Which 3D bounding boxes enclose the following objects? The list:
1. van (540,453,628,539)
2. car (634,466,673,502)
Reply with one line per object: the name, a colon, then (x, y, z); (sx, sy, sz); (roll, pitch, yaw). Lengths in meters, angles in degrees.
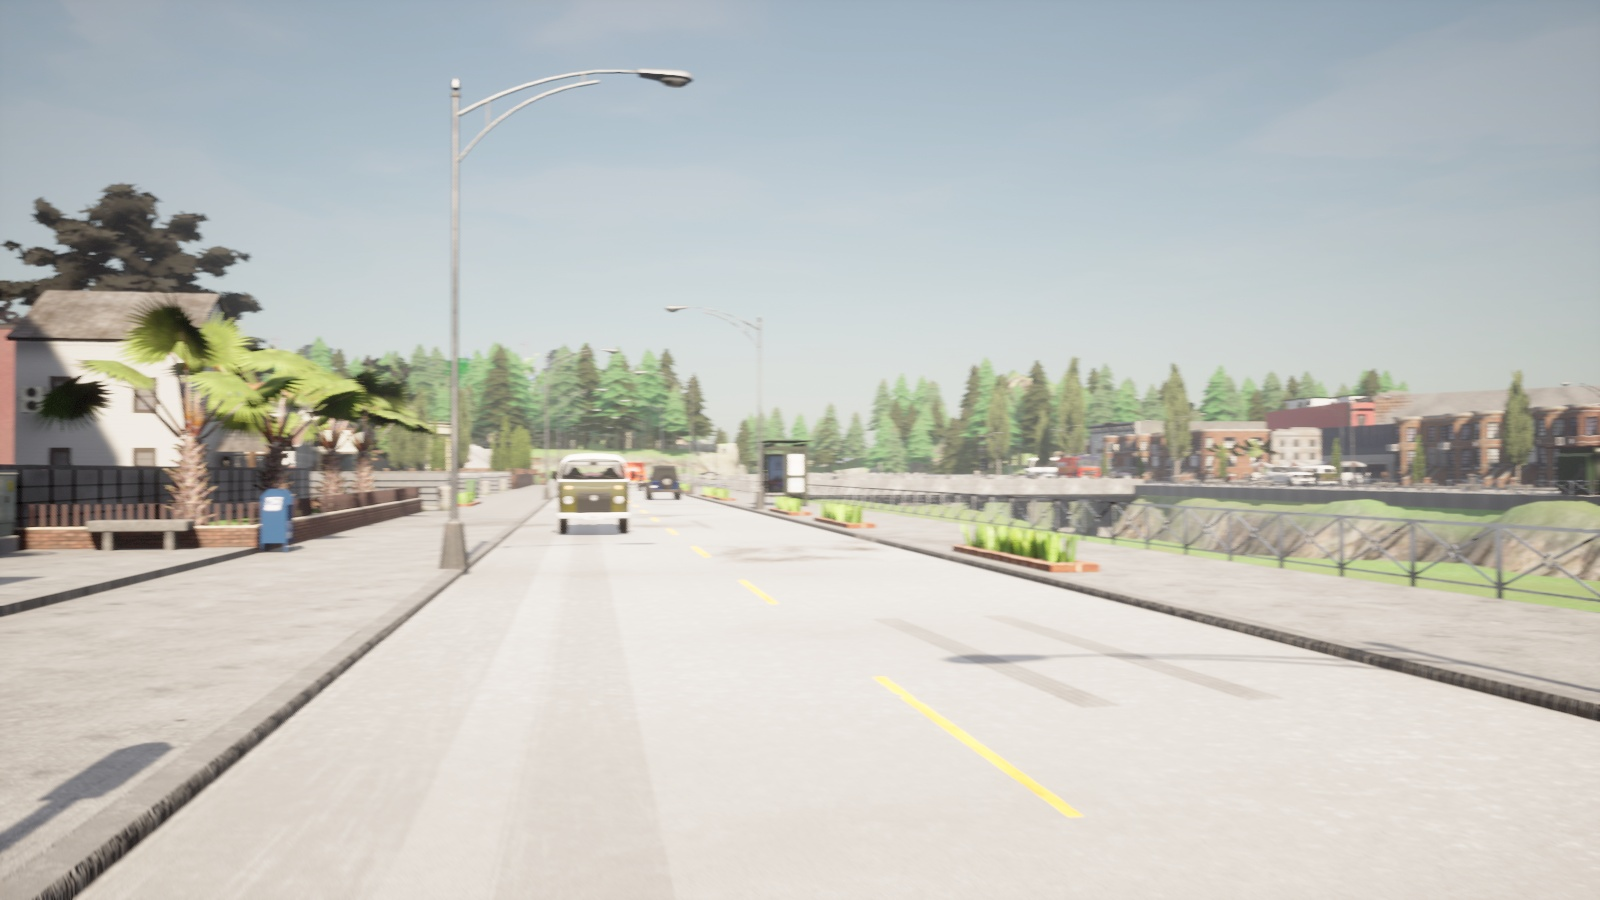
van: (-5.565, 1.138, 32.314); (2.069, 2.038, 4.480); (0, -1, -10)
car: (-8.155, 1.871, 69.815); (1.905, 1.878, 3.866); (0, -1, -10)
